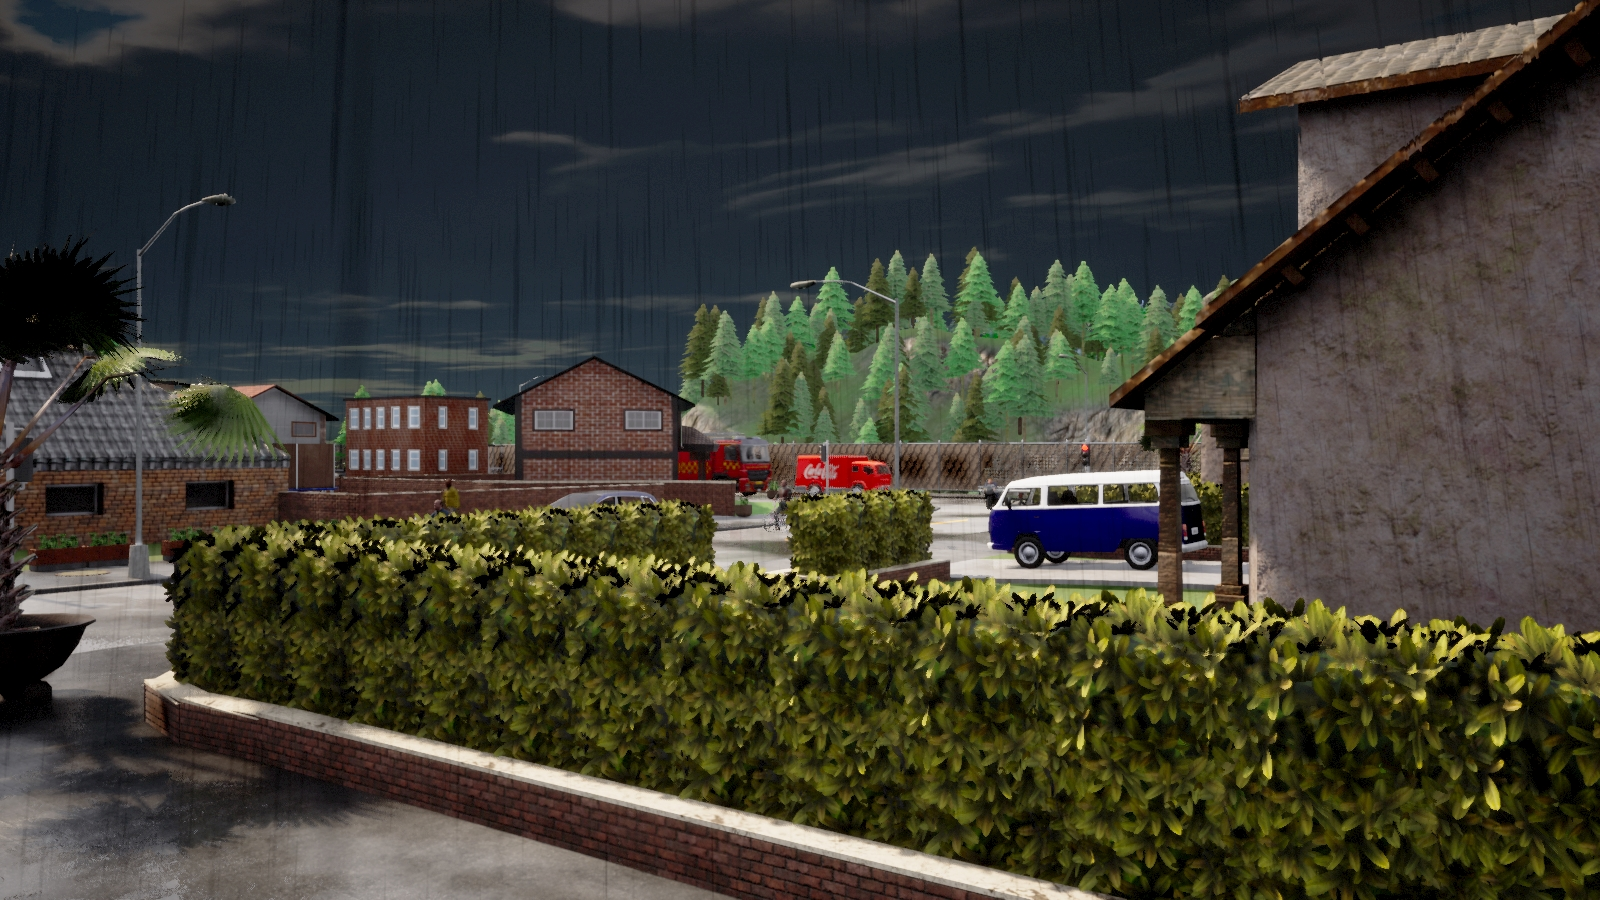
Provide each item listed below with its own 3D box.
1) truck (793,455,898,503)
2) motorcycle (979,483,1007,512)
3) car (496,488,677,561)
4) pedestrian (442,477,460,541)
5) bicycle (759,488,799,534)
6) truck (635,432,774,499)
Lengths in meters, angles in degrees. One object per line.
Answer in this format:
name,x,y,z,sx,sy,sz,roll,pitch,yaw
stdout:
truck,2.498,1.543,63.126,5.204,2.467,2.627,1,1,35
motorcycle,8.839,2.177,52.344,0.803,1.199,2.033,-5,-2,21
car,-5.756,1.958,31.296,2.242,1.667,4.611,0,0,35
pedestrian,-10.328,1.732,33.819,0.375,1.860,0.375,0,0,33
bicycle,-0.706,2.051,38.569,0.329,1.471,1.835,0,0,35
truck,-5.847,0.873,68.957,8.468,3.827,2.891,0,0,35
